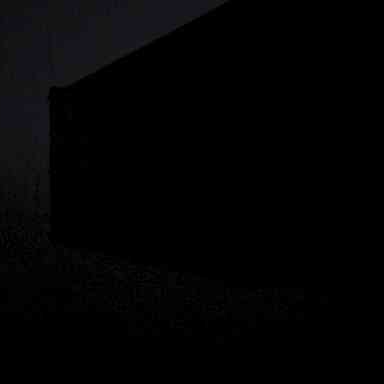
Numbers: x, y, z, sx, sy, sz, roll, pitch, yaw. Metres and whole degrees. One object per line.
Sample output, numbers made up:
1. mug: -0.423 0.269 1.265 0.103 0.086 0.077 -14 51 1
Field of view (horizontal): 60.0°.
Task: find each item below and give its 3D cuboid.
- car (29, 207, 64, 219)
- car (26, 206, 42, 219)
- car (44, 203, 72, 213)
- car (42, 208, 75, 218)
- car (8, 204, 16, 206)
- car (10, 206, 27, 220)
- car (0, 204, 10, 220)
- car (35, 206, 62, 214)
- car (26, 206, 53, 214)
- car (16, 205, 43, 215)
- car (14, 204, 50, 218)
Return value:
1. car: -22.781 3.190 52.119 4.553 1.767 2.185 0 -2 16
2. car: -24.300 3.134 46.760 4.792 1.488 2.163 0 -2 16
3. car: -29.994 3.598 74.395 5.566 2.045 2.435 0 -1 16
4. car: -21.994 3.449 54.786 4.674 1.452 2.002 0 -2 16
5. car: -33.886 3.278 60.890 5.566 2.045 2.435 0 -2 16
6. car: -25.004 3.015 44.065 4.792 1.488 2.163 0 -3 16
7. car: -25.761 2.733 41.393 4.553 1.767 2.185 0 -3 16
8. car: -30.960 3.792 71.769 5.366 1.575 1.946 0 -1 16
9. car: -31.571 3.736 68.920 5.008 1.535 2.097 0 -1 16
10. car: -32.366 3.550 66.254 4.553 1.767 2.185 0 -2 16
11. car: -23.540 3.090 49.446 4.553 1.767 2.185 0 -2 16
